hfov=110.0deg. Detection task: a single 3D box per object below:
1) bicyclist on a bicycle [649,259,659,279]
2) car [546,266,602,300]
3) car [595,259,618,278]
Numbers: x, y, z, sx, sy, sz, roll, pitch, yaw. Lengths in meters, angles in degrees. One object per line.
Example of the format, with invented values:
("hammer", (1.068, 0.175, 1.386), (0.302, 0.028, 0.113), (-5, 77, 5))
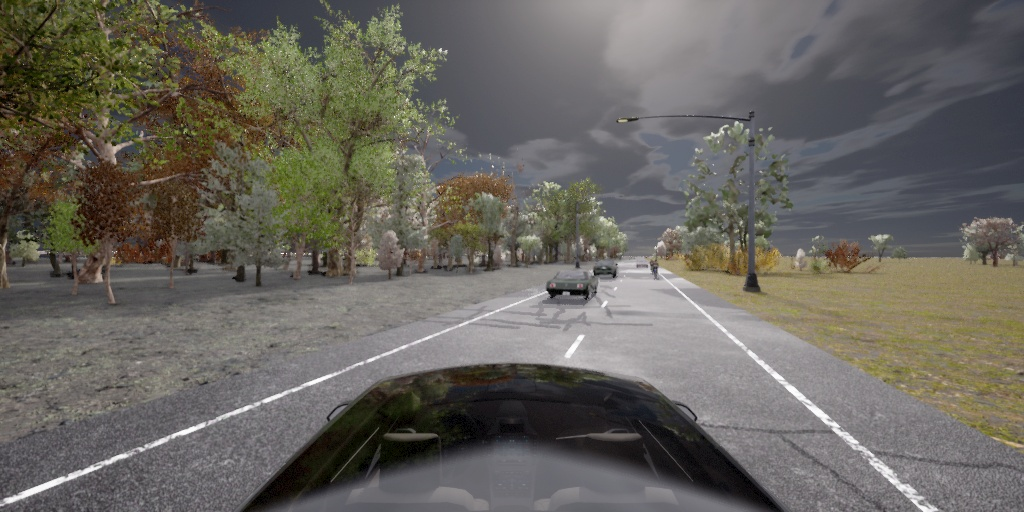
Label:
("bicyclist on a bicycle", (12.746, 1.202, 31.859), (0.582, 1.620, 1.656), (0, 0, 19))
("car", (3.146, 1.349, 17.846), (1.895, 1.301, 4.718), (0, 0, 20))
("car", (9.091, 1.099, 34.624), (2.097, 1.767, 4.553), (0, 0, 20))
